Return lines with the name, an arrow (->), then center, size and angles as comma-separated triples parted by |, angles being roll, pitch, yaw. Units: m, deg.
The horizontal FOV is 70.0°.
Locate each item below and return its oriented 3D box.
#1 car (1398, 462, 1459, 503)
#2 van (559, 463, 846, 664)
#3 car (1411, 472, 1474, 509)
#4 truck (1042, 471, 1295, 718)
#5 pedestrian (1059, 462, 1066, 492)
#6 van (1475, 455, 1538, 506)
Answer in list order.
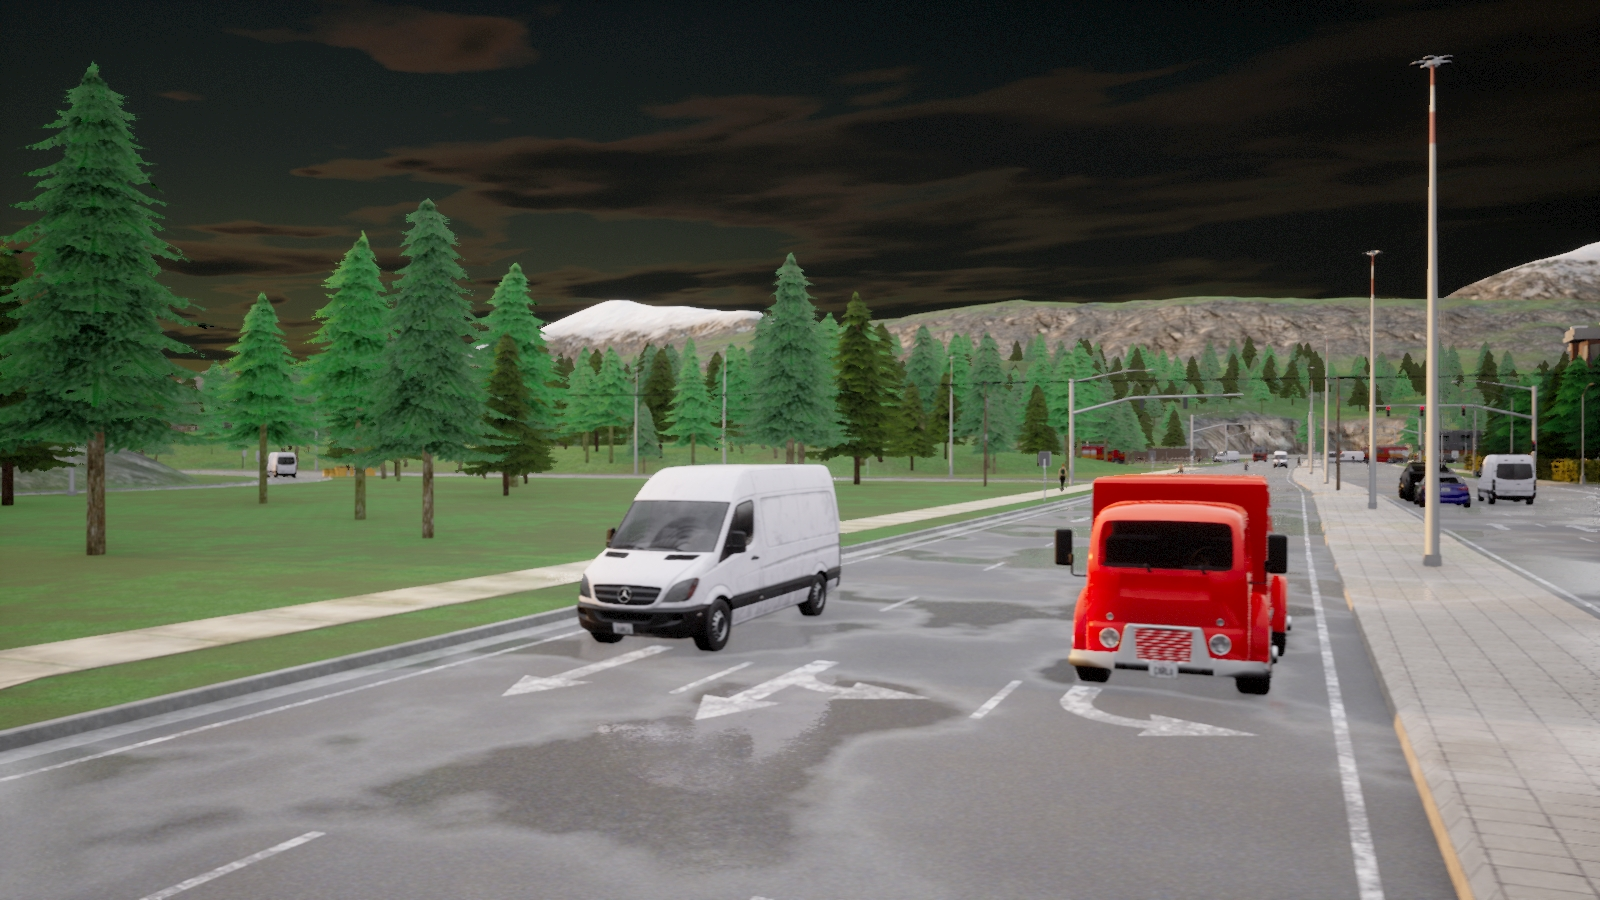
car -> 34.713, 1.752, 63.299 | 2.390, 2.098, 6.274 | 0, 0, 24
van -> -1.255, 1.530, 18.106 | 1.988, 2.561, 5.915 | 0, 0, 23
car -> 31.893, 1.966, 56.831 | 2.242, 1.667, 4.611 | 0, 0, 24
truck -> 4.961, 1.566, 14.835 | 2.627, 2.467, 5.204 | 0, 0, 23
pedestrian -> 16.498, 1.687, 71.742 | 0.375, 1.860, 0.375 | 0, 0, 24
van -> 37.268, 1.535, 60.423 | 1.988, 2.561, 5.915 | 0, 0, 23
